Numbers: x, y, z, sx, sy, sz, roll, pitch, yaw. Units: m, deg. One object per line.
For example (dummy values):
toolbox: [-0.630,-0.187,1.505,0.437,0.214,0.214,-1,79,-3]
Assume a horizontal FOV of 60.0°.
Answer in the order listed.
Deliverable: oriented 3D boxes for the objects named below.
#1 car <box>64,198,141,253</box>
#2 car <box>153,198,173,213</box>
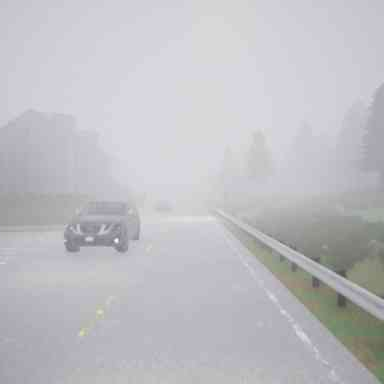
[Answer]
car: [-3.602,1.317,14.446,2.150,2.045,5.566,0,0,0]
car: [-3.581,1.626,41.775,2.097,1.767,4.553,0,0,0]
